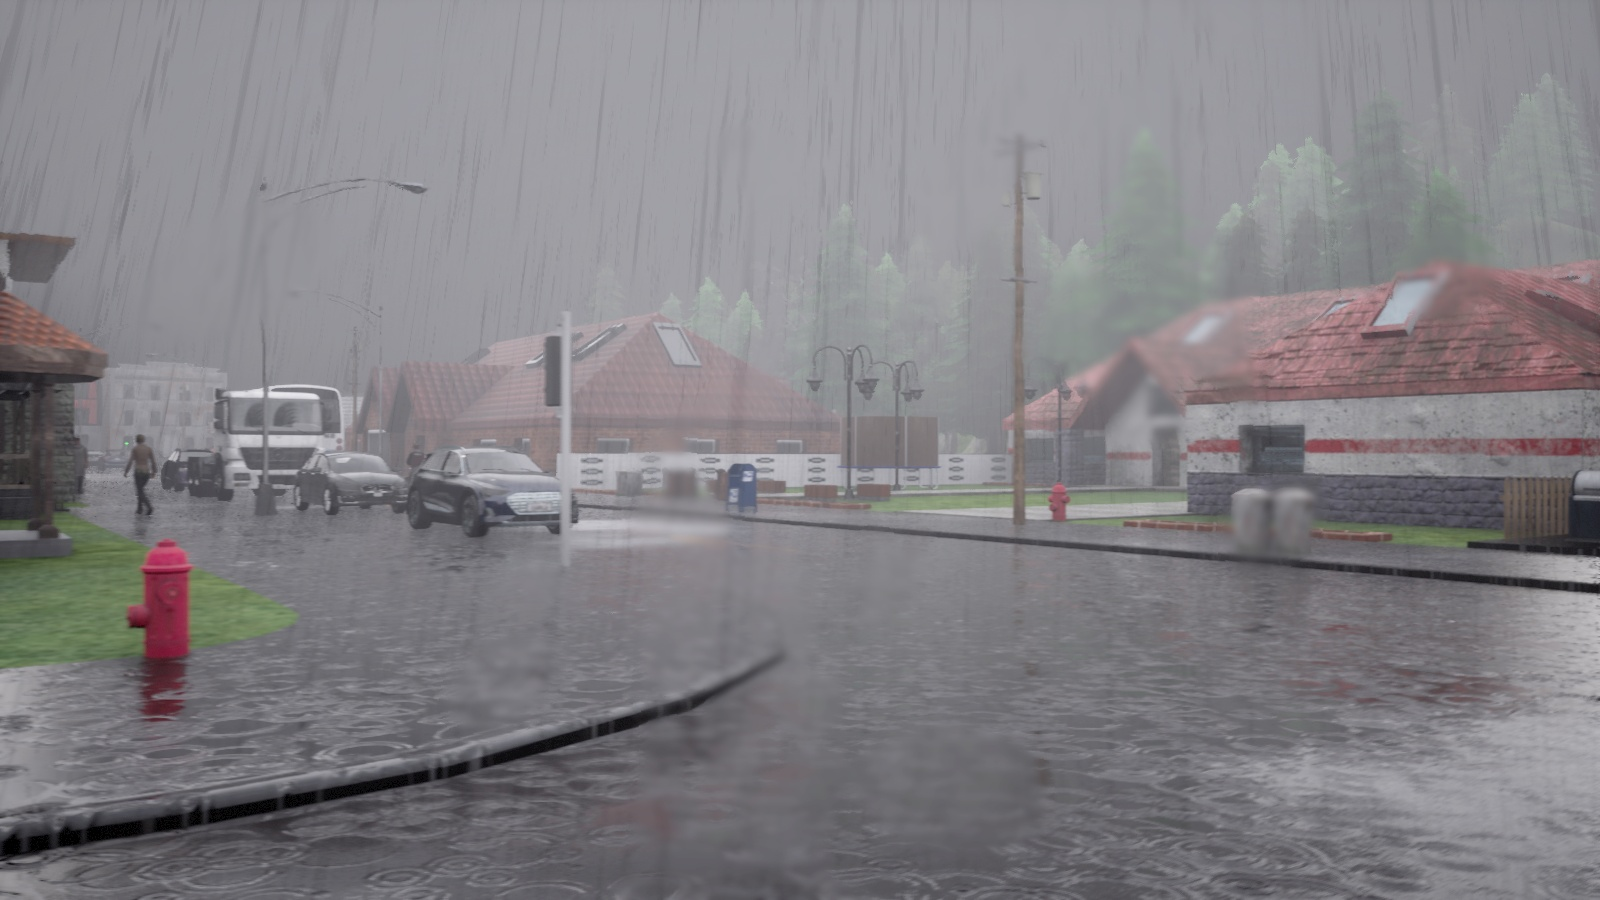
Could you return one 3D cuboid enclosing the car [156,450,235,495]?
[{"bbox_3d":[-23.738,0.846,49.219,2.033,1.649,4.856,0,0,-35],"label":"car"}]

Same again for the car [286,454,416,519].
[{"bbox_3d":[-11.313,0.850,31.421,1.837,1.490,4.892,0,0,-35],"label":"car"}]

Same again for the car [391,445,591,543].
[{"bbox_3d":[-5.943,0.745,23.718,2.033,1.649,4.856,0,0,-35],"label":"car"}]

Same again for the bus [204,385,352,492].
[{"bbox_3d":[-23.235,-0.447,55.498,3.944,4.253,10.273,0,0,-35],"label":"bus"}]

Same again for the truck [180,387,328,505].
[{"bbox_3d":[-17.935,-0.099,40.910,2.891,3.462,7.936,0,0,-35],"label":"truck"}]

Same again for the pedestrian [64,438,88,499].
[{"bbox_3d":[-23.619,0.605,40.968,0.659,1.952,0.873,0,0,-32],"label":"pedestrian"}]

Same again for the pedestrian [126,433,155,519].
[{"bbox_3d":[-14.301,0.552,27.232,0.634,1.846,0.331,0,0,39],"label":"pedestrian"}]
